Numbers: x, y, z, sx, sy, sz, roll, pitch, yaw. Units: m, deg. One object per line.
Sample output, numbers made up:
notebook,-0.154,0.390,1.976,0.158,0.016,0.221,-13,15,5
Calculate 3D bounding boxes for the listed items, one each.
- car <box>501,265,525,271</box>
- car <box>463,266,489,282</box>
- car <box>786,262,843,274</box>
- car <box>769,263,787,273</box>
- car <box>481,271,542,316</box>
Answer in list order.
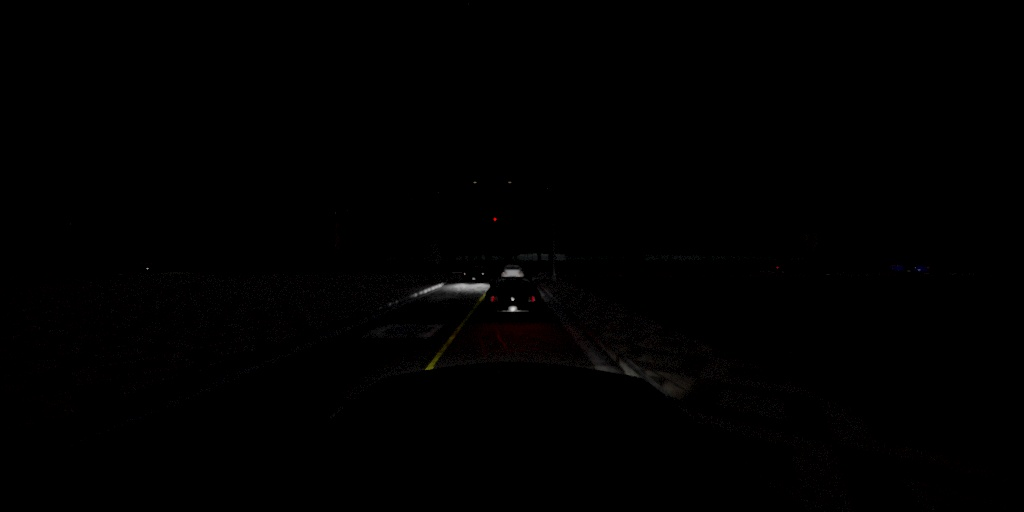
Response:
car,0.065,1.439,29.703,1.812,1.442,4.674,0,0,1
car,-3.025,1.520,30.754,1.895,1.301,4.718,0,0,1
car,36.795,1.625,43.633,4.718,1.301,1.895,0,0,0
car,36.784,1.575,46.883,5.357,1.411,2.033,0,0,0
car,0.048,1.421,13.736,1.895,1.301,4.718,0,0,1
